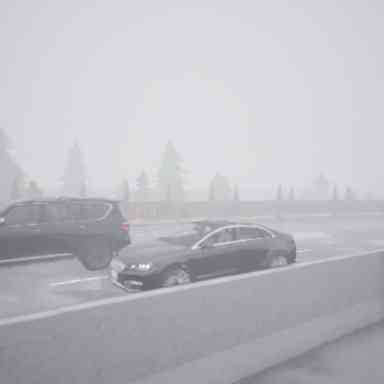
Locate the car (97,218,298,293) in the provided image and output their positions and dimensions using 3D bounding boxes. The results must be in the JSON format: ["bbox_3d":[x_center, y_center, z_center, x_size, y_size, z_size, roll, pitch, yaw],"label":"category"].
[{"bbox_3d":[0.464,1.465,8.232,4.902,1.511,2.128,0,0,-32],"label":"car"}]

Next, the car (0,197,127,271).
[{"bbox_3d":[-4.445,1.175,9.250,5.566,2.045,2.150,0,0,-34],"label":"car"}]
